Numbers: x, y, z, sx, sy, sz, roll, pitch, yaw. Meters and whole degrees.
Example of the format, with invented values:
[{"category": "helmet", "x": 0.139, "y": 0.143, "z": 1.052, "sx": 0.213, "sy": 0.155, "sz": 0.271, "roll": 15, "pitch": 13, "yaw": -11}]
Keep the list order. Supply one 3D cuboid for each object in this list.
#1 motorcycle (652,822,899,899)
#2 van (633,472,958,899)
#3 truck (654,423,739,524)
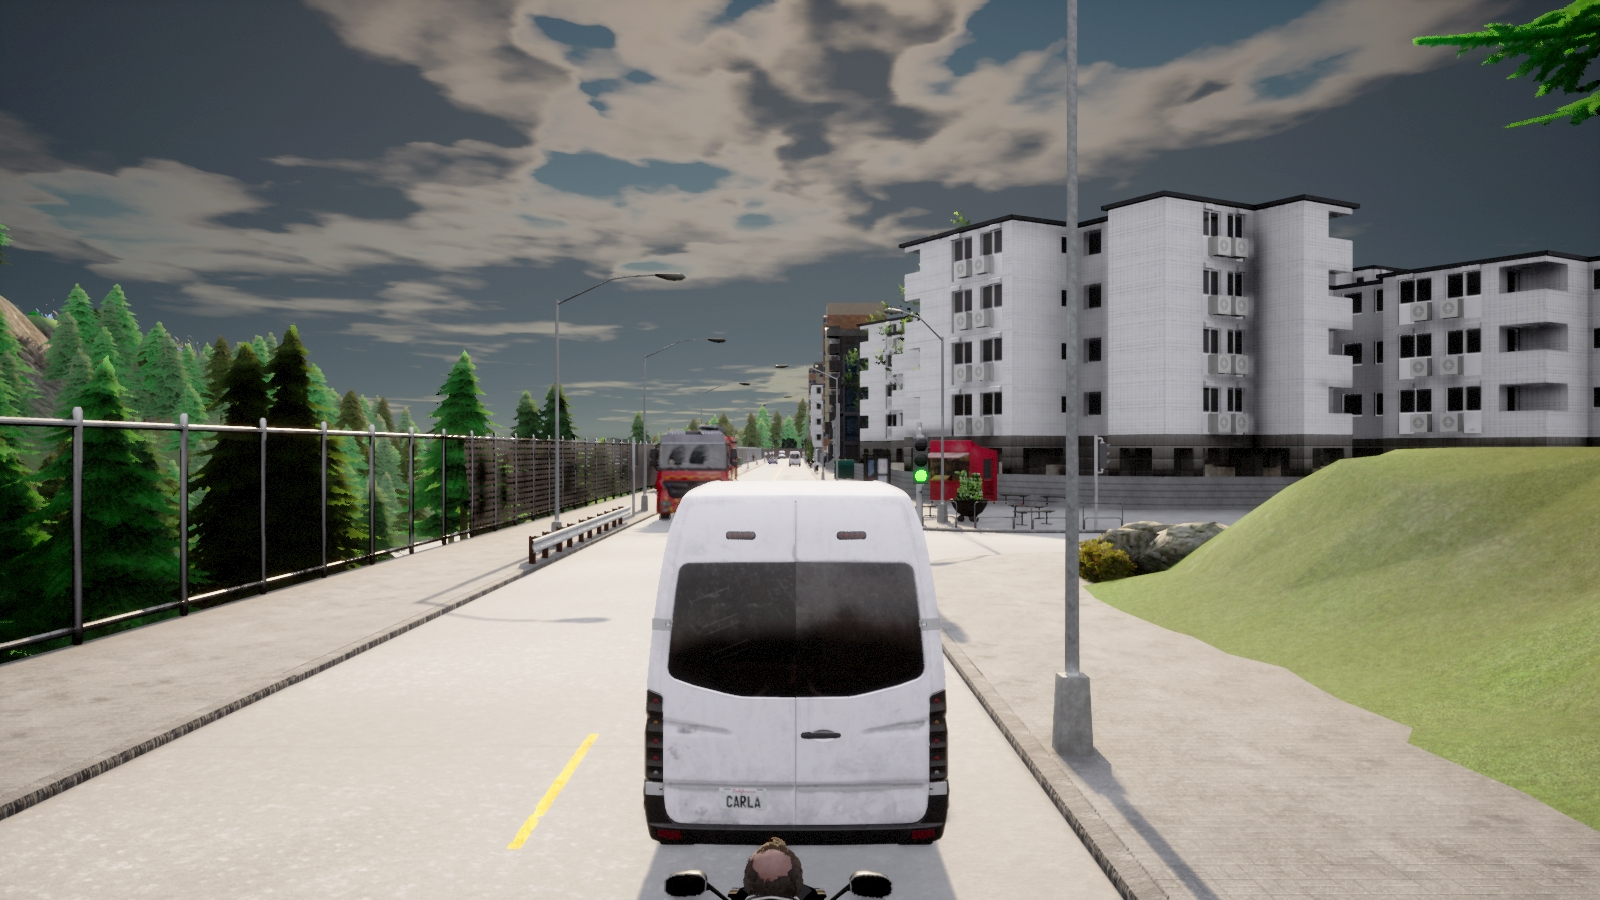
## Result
[{"category": "motorcycle", "x": -0.090, "y": 2.205, "z": 3.746, "sx": 0.867, "sy": 1.251, "sz": 2.209, "roll": 0, "pitch": 0, "yaw": 1}, {"category": "van", "x": -0.034, "y": 1.534, "z": 9.953, "sx": 1.988, "sy": 2.561, "sz": 5.915, "roll": 0, "pitch": 0, "yaw": 0}, {"category": "truck", "x": -4.176, "y": 0.890, "z": 47.835, "sx": 2.891, "sy": 3.827, "sz": 8.468, "roll": 0, "pitch": 0, "yaw": -1}]
